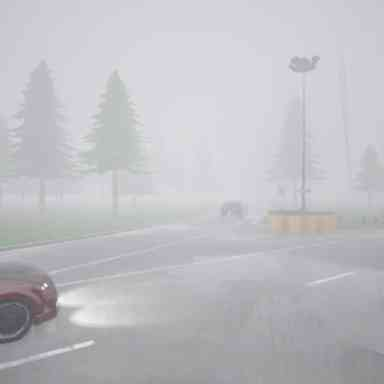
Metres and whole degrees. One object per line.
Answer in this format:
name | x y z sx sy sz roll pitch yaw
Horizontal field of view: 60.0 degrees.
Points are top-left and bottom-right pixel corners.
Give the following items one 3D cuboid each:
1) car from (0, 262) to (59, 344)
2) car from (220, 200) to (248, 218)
car | -4.281 1.566 4.993 4.181 1.385 1.994 0 0 -36
car | 3.855 1.472 29.834 1.837 1.490 4.892 0 0 18
